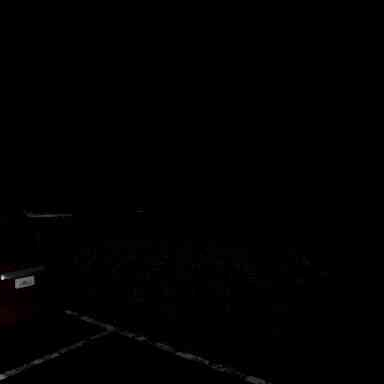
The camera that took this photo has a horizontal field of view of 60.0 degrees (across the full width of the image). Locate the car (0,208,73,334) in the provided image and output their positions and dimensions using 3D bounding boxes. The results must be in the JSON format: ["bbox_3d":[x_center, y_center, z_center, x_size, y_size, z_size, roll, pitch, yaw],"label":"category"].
[{"bbox_3d":[-4.212,1.316,5.967,5.009,1.841,2.192,0,-1,36],"label":"car"}]

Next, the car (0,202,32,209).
[{"bbox_3d":[-17.483,1.654,30.917,2.128,1.511,4.902,-1,-1,37],"label":"car"}]

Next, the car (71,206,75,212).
[{"bbox_3d":[-11.581,1.846,38.851,1.895,1.301,4.718,-1,-1,37],"label":"car"}]
